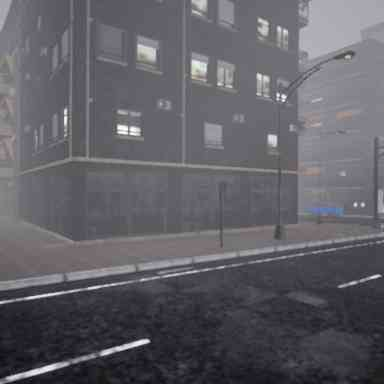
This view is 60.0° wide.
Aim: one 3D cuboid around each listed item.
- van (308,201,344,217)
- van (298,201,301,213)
[{"bbox_3d":[15.388,1.934,38.467,1.690,1.788,3.998,-1,0,-36],"label":"van"},{"bbox_3d":[12.072,2.007,42.983,1.690,1.788,3.998,-1,0,-36],"label":"van"}]
